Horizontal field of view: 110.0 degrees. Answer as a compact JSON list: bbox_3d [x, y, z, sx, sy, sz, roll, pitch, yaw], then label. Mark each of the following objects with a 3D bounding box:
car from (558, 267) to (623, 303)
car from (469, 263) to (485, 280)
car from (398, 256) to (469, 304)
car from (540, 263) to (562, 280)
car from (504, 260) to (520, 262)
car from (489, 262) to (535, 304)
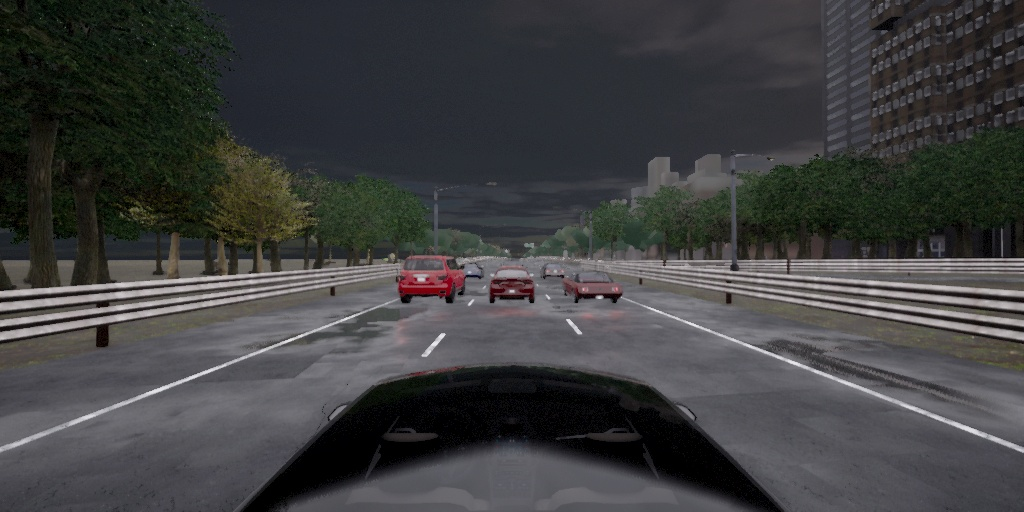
[{"bbox_3d":[3.500,1.366,16.530,1.895,1.301,4.718,0,0,0],"label":"car"},{"bbox_3d":[-3.500,1.319,31.500,1.994,1.385,4.181,0,0,0],"label":"car"},{"bbox_3d":[-3.500,1.008,16.531,2.150,2.045,5.566,0,0,0],"label":"car"},{"bbox_3d":[3.500,1.310,31.500,2.033,1.411,5.357,0,0,0],"label":"car"},{"bbox_3d":[0.000,1.112,31.470,2.097,1.767,4.553,0,0,0],"label":"car"},{"bbox_3d":[0.000,1.235,16.500,1.882,1.535,5.008,0,0,0],"label":"car"}]
